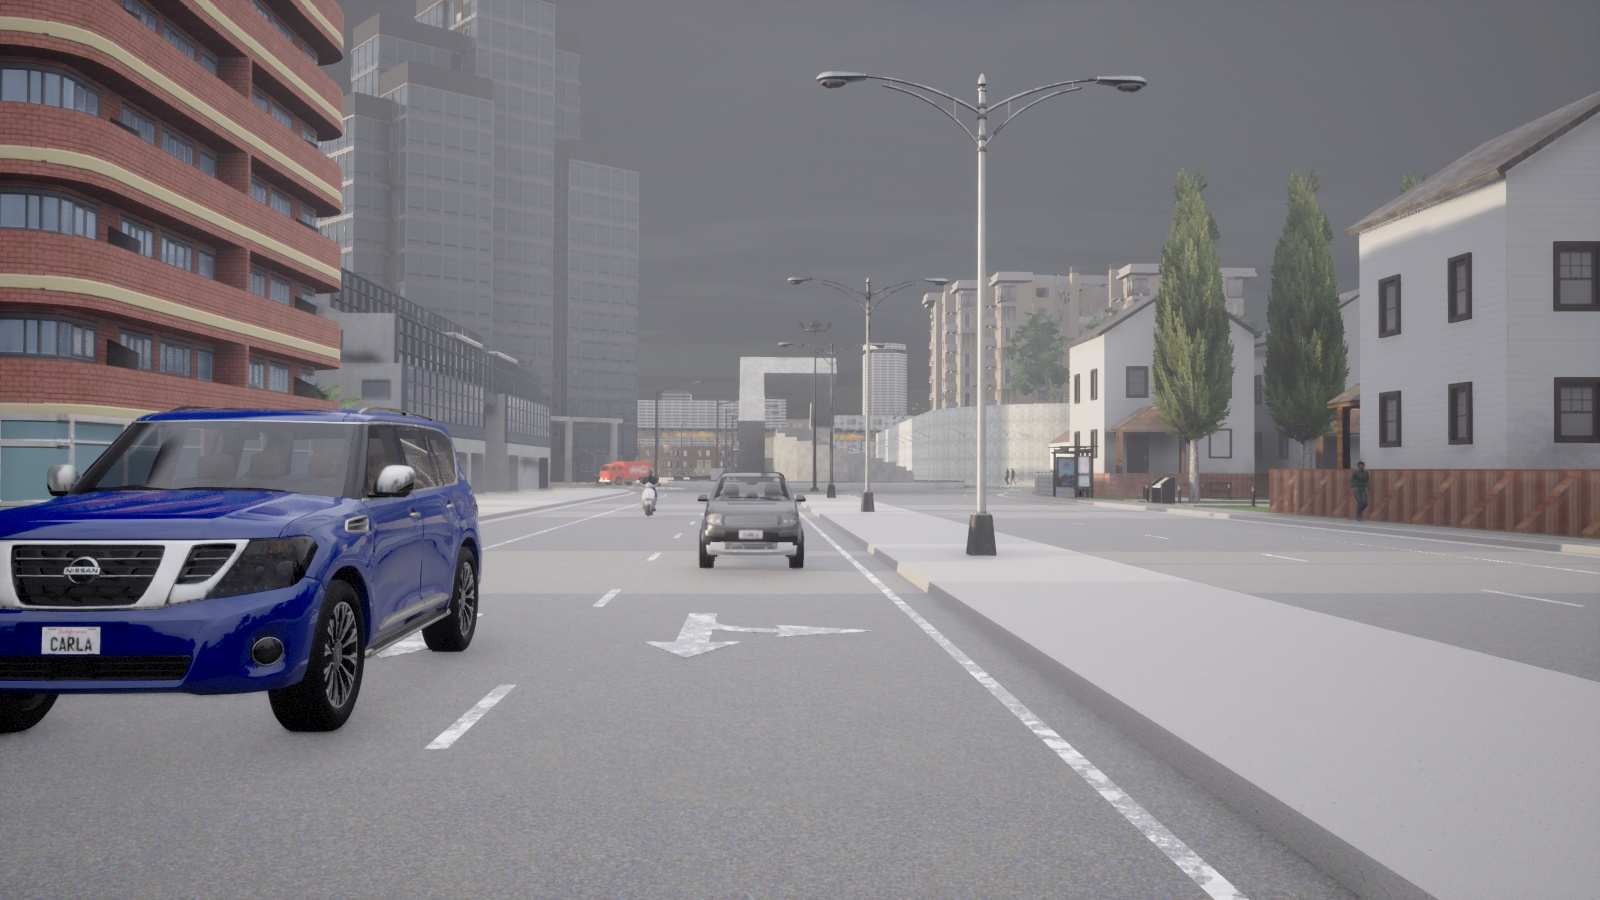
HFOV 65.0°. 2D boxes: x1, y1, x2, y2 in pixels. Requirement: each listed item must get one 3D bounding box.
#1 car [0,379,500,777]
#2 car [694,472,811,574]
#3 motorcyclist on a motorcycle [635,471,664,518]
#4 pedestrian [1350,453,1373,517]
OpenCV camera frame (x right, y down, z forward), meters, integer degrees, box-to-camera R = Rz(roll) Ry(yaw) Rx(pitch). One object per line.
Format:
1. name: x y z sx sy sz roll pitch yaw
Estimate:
1. car: -3.854 0.704 9.265 2.150 2.045 5.566 0 -1 -2
2. car: -0.801 1.150 21.094 1.789 1.549 3.705 0 -1 -2
3. motorcyclist on a motorcycle: -5.132 1.507 42.900 0.866 1.590 1.817 0 -1 -2
4. pedestrian: 16.339 1.017 36.549 0.353 1.847 0.614 0 -1 -2
